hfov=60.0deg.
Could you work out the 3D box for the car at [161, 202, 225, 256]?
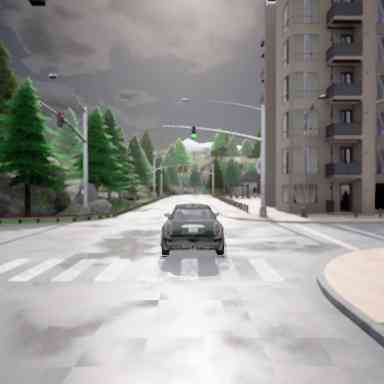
[{"bbox_3d":[-0.001,1.207,12.650,2.097,1.767,4.553,0,1,-1],"label":"car"}]
